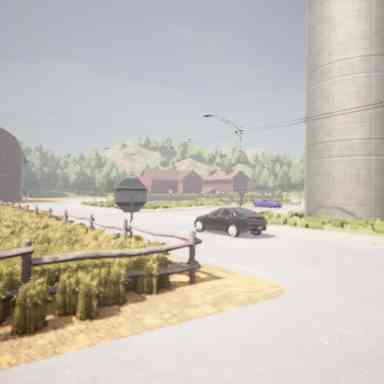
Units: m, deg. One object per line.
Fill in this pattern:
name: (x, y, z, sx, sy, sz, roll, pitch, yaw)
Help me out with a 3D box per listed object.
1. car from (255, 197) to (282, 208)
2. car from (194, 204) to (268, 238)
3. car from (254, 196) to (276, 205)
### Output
car: (12.321, 1.840, 53.702, 2.242, 1.667, 4.611, 1, 0, -36)
car: (2.015, 1.610, 18.664, 1.837, 1.490, 4.892, 1, -1, -35)
car: (15.845, 1.791, 72.669, 1.932, 1.855, 4.605, 1, 0, -36)
